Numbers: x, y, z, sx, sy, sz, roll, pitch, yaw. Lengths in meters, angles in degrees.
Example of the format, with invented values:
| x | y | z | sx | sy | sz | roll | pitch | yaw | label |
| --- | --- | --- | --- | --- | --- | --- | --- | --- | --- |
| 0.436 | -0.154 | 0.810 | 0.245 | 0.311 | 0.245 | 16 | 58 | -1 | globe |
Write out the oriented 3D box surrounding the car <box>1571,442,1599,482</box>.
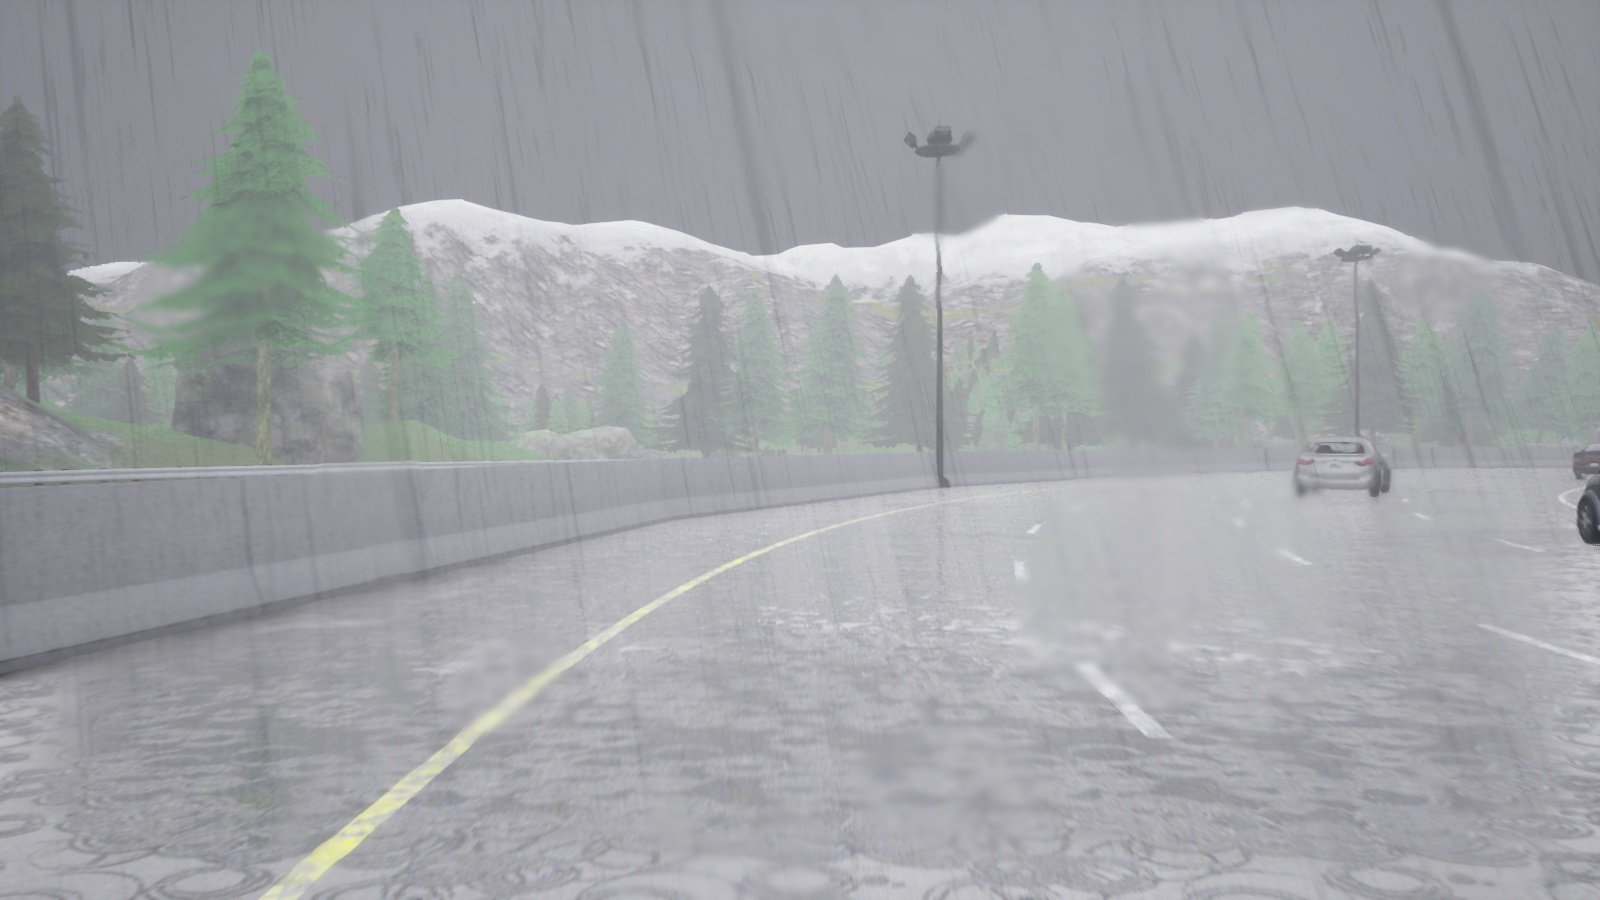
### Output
| x | y | z | sx | sy | sz | roll | pitch | yaw | label |
| --- | --- | --- | --- | --- | --- | --- | --- | --- | --- |
| 32.792 | 0.468 | 50.165 | 5.008 | 1.535 | 1.882 | 0 | 0 | -39 | car |

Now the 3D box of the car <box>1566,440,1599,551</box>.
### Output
| x | y | z | sx | sy | sz | roll | pitch | yaw | label |
| --- | --- | --- | --- | --- | --- | --- | --- | --- | --- |
| 11.912 | 0.640 | 16.717 | 1.789 | 1.549 | 3.705 | 0 | 0 | 12 | car |

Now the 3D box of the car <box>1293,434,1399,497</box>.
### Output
| x | y | z | sx | sy | sz | roll | pitch | yaw | label |
| --- | --- | --- | --- | --- | --- | --- | --- | --- | --- |
| 15.557 | 0.402 | 35.639 | 2.242 | 1.667 | 4.611 | 0 | 0 | 30 | car |
